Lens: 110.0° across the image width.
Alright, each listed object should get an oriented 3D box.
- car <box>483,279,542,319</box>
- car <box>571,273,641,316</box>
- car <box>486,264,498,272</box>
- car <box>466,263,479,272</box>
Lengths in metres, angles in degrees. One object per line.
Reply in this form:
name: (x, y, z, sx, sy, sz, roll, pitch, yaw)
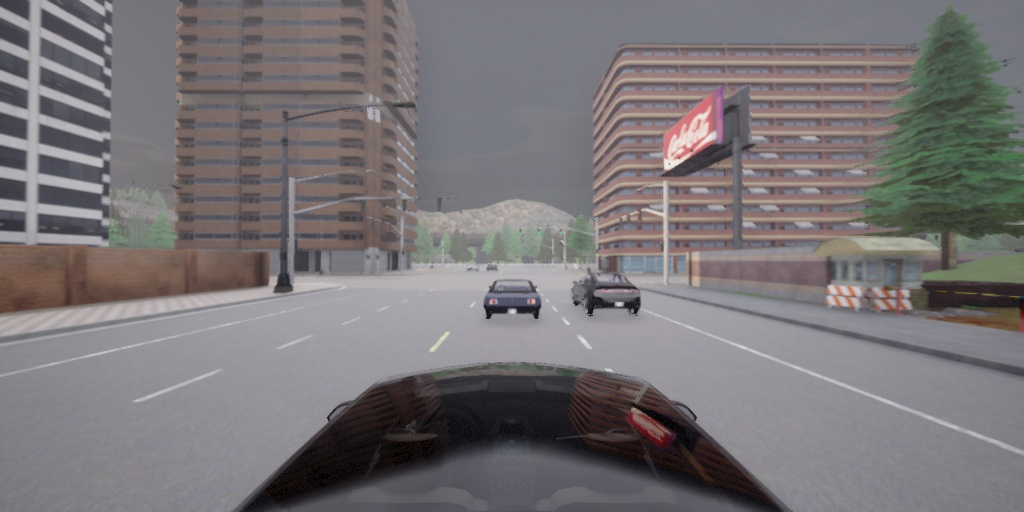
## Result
car: (0.033, 1.499, 13.558, 1.895, 1.301, 4.718, 0, -1, 1)
car: (3.540, 1.398, 14.174, 2.128, 1.511, 4.902, 0, -1, 1)
car: (-3.537, 2.091, 64.148, 1.994, 1.385, 4.181, 0, -1, 1)
car: (-7.035, 2.054, 64.164, 1.812, 1.442, 4.674, 0, -1, 1)
